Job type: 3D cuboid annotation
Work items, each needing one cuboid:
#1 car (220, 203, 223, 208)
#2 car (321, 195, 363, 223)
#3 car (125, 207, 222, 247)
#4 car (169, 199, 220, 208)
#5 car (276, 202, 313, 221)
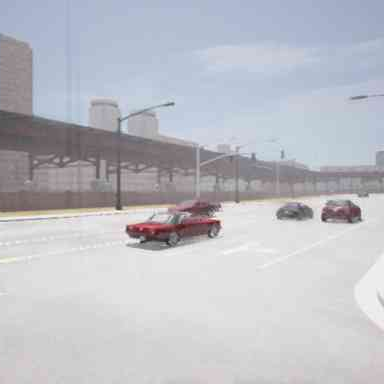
[{"bbox_3d":[1.233,1.451,35.345,2.033,1.411,5.357,0,0,36],"label":"car"},{"bbox_3d":[11.435,1.329,25.384,2.097,1.767,4.553,0,0,36],"label":"car"},{"bbox_3d":[-0.615,1.555,14.976,1.895,1.301,4.718,0,0,38],"label":"car"},{"bbox_3d":[-0.014,1.397,27.764,1.882,1.535,5.008,0,0,36],"label":"car"},{"bbox_3d":[8.453,1.522,27.221,1.994,1.385,4.181,0,0,36],"label":"car"}]
